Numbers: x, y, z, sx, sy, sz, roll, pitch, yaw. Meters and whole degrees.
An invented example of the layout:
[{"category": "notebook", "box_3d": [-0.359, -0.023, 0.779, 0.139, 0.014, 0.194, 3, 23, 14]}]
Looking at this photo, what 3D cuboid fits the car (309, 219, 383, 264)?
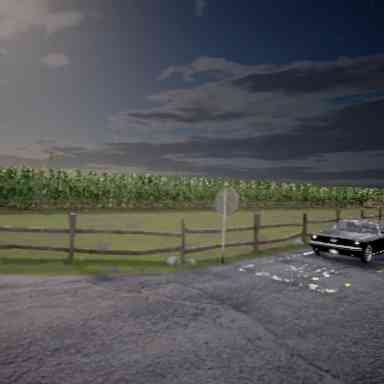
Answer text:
[{"category": "car", "box_3d": [6.377, 1.742, 12.746, 4.718, 1.301, 1.895, 2, 1, -44]}]
